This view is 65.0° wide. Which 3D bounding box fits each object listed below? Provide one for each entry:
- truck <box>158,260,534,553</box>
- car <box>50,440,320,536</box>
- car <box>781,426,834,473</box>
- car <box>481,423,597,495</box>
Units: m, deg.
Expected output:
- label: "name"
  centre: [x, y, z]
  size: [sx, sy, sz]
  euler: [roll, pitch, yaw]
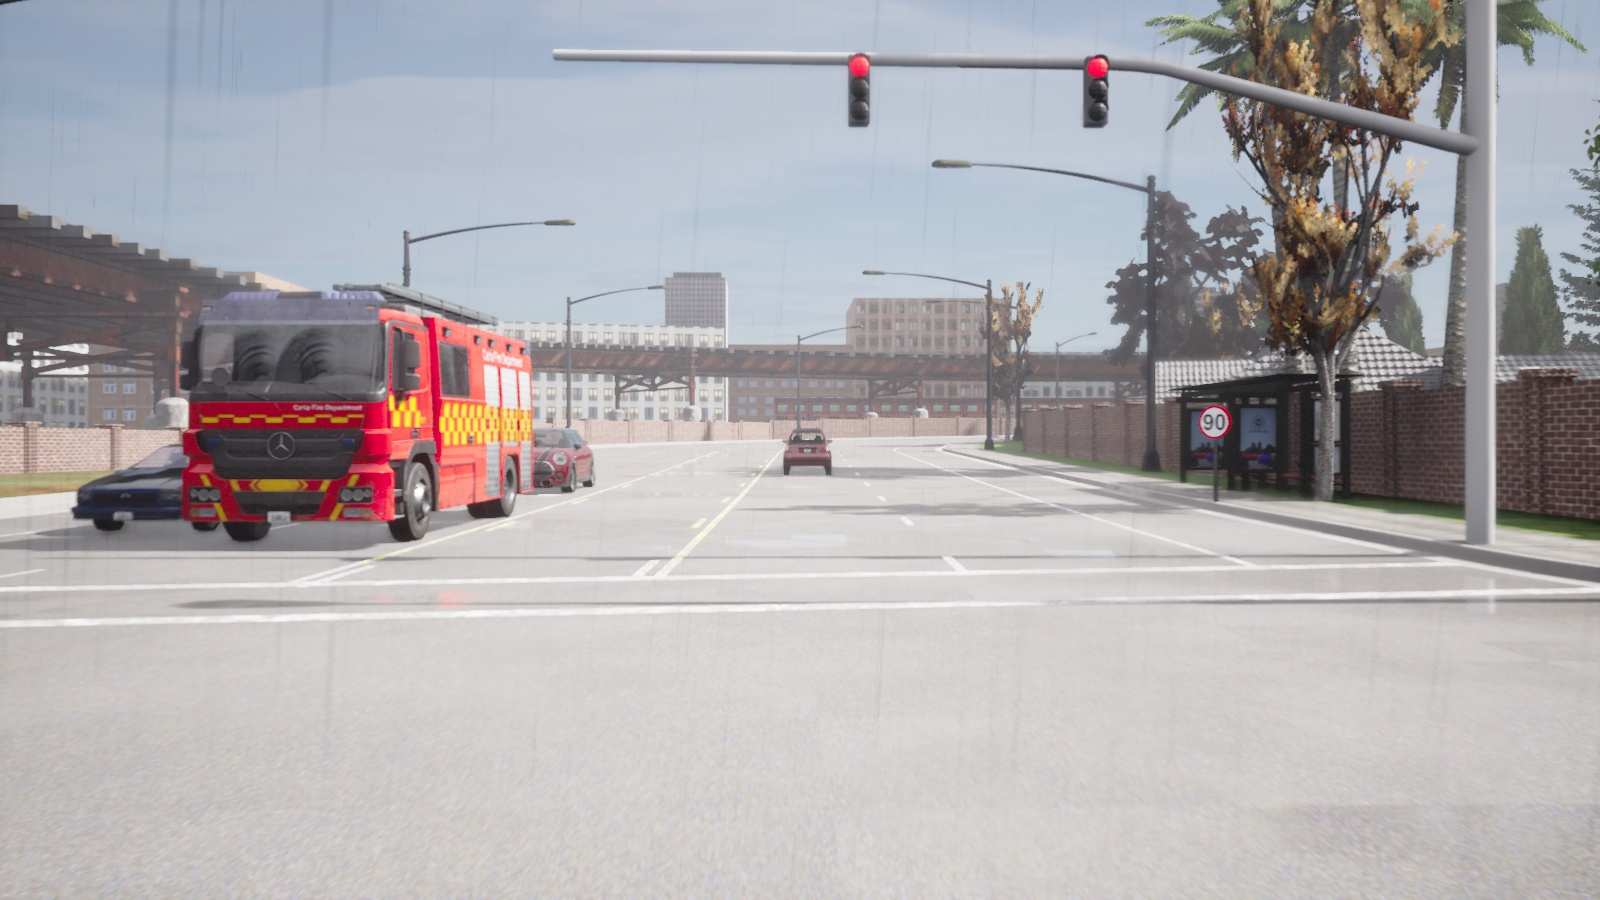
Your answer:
- label: "truck"
  centre: [-6.837, -0.632, 20.664]
  size: [2.891, 3.827, 8.468]
  euler: [0, 1, 2]
- label: "car"
  centre: [-10.366, 0.561, 21.757]
  size: [2.033, 1.411, 5.357]
  euler: [0, 1, 0]
- label: "car"
  centre: [0.268, -0.043, 45.923]
  size: [1.851, 1.617, 3.988]
  euler: [0, 1, 0]
- label: "car"
  centre: [-6.802, 0.185, 33.226]
  size: [2.097, 1.767, 4.553]
  euler: [0, 1, 0]
